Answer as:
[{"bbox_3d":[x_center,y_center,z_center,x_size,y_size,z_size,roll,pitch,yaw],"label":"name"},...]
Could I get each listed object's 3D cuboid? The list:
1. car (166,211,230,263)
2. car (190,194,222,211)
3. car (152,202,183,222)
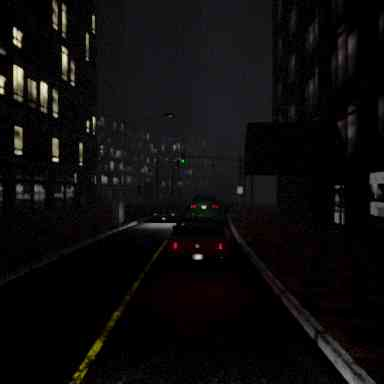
[{"bbox_3d":[0.238,1.584,11.823,1.895,1.301,4.718,0,0,2],"label":"car"},{"bbox_3d":[1.106,1.200,26.161,2.150,2.045,5.566,0,0,6],"label":"car"},{"bbox_3d":[-1.768,1.527,26.442,2.033,1.411,5.357,0,0,5],"label":"car"}]
